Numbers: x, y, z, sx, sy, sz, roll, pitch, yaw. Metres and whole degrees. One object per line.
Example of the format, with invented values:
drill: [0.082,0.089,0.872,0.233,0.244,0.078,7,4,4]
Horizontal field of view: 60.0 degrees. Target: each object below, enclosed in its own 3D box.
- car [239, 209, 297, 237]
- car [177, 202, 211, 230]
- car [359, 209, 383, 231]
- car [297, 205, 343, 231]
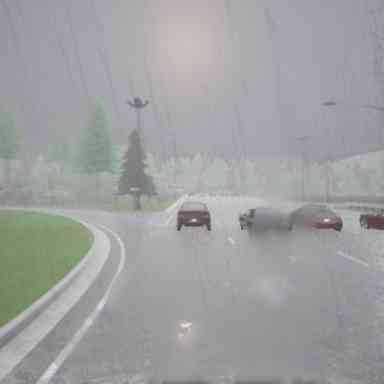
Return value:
car: [3.605,1.500,17.189,1.895,1.301,4.718,0,0,0]
car: [0.105,1.359,20.357,1.882,1.535,5.008,0,0,0]
car: [10.605,1.500,17.188,1.895,1.301,4.718,0,0,0]
car: [7.105,1.450,19.535,1.994,1.385,4.181,0,0,0]
